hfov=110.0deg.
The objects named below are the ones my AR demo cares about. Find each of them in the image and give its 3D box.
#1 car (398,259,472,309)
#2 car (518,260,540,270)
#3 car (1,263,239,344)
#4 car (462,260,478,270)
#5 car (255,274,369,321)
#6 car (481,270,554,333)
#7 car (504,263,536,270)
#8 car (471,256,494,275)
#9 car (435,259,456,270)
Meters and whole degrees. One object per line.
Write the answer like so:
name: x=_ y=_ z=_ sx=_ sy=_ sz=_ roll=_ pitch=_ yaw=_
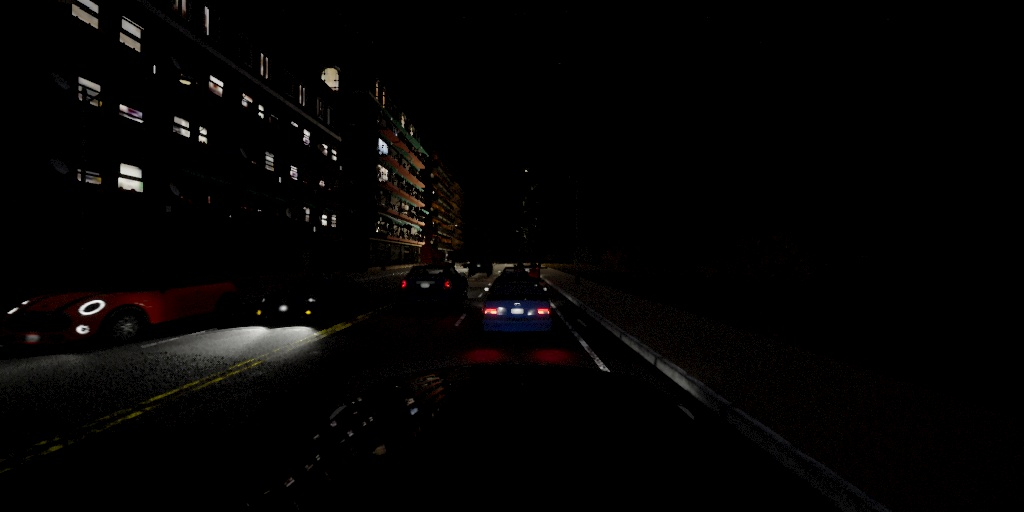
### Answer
car: x=-3.127 y=1.103 z=15.057 sx=2.097 sy=1.767 sz=4.553 roll=0 pitch=0 yaw=0
car: x=1.191 y=1.105 z=29.895 sx=2.097 sy=1.767 sz=4.553 roll=0 pitch=0 yaw=0
car: x=-9.837 y=1.103 z=9.603 sx=2.097 sy=1.767 sz=4.553 roll=0 pitch=0 yaw=0
car: x=-6.488 y=1.316 z=55.404 sx=1.994 sy=1.385 sz=4.181 roll=0 pitch=0 yaw=0
car: x=-6.582 y=1.316 z=12.313 sx=1.994 sy=1.385 sz=4.181 roll=0 pitch=0 yaw=0
car: x=0.118 y=1.299 z=10.627 sx=2.033 sy=1.411 sz=5.357 roll=0 pitch=0 yaw=0
car: x=0.130 y=1.317 z=20.961 sx=1.994 sy=1.385 sz=4.181 roll=0 pitch=0 yaw=1
car: x=-3.084 y=0.977 z=35.899 sx=2.150 sy=2.045 sz=5.566 roll=0 pitch=0 yaw=0
car: x=-9.745 y=1.244 z=52.989 sx=2.128 sy=1.511 sz=4.902 roll=0 pitch=0 yaw=0
